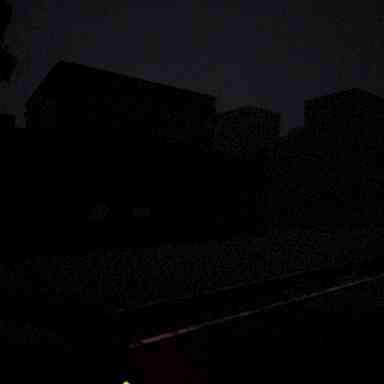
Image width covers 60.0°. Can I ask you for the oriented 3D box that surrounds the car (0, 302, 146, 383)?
[{"bbox_3d":[-2.525,1.514,1.885,4.674,1.442,1.812,1,0,-35],"label":"car"}]
